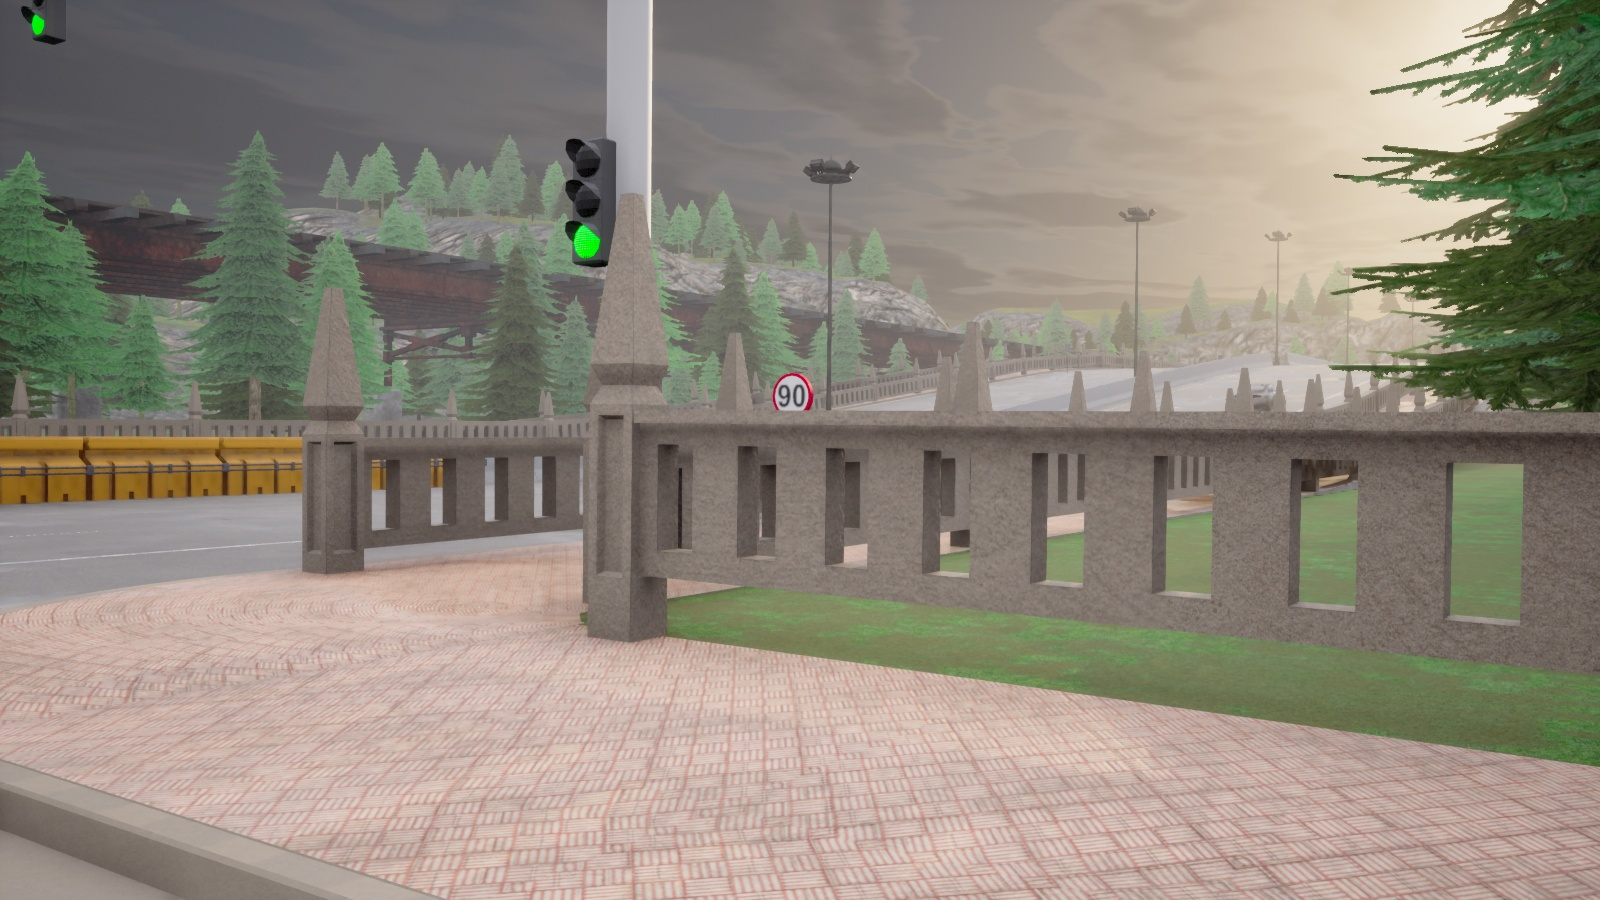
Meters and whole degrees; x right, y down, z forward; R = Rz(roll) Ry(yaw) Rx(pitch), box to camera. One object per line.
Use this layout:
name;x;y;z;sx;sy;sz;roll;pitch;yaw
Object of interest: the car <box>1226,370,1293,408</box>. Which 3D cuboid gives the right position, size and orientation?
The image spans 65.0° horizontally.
car;23.932;-3.195;65.326;2.128;1.511;4.902;0;8;34
